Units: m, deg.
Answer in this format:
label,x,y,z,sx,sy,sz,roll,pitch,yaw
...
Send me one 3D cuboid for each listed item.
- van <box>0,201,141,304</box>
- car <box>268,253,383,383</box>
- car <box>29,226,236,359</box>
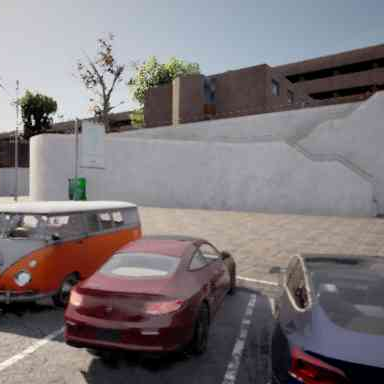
label,x,y,z,sx,sy,sz,roll,pitch,yaw
van,-2.811,1.211,7.671,1.878,1.987,4.442,1,0,15
car,2.071,1.518,4.352,2.163,1.488,4.792,0,0,15
car,-0.367,1.503,6.052,2.002,1.452,4.674,0,0,15
